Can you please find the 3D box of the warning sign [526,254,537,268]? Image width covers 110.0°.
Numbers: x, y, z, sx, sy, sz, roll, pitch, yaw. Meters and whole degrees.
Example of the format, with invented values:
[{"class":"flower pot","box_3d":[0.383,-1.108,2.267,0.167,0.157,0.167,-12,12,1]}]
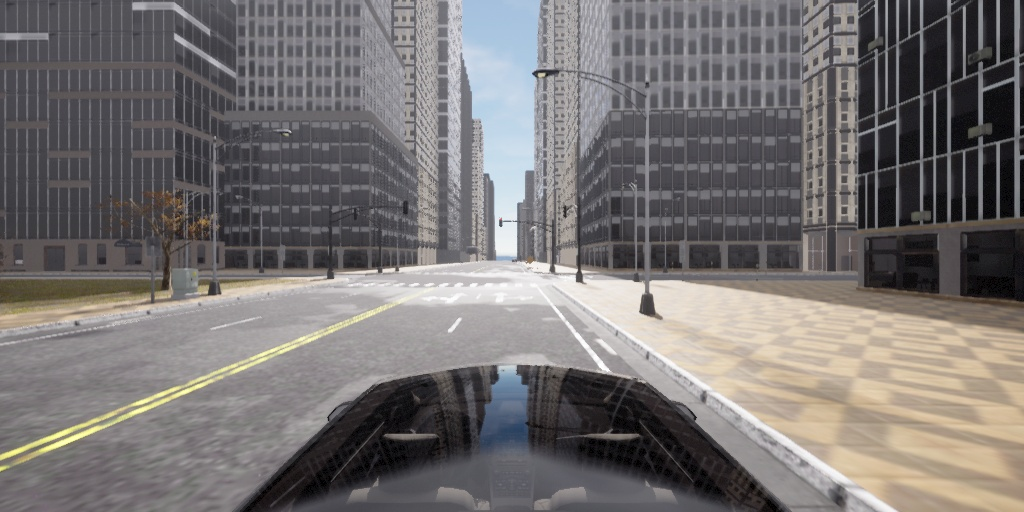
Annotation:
[{"class":"warning sign","box_3d":[2.850,0.940,56.768,1.300,1.860,1.060,0,0,0]}]
